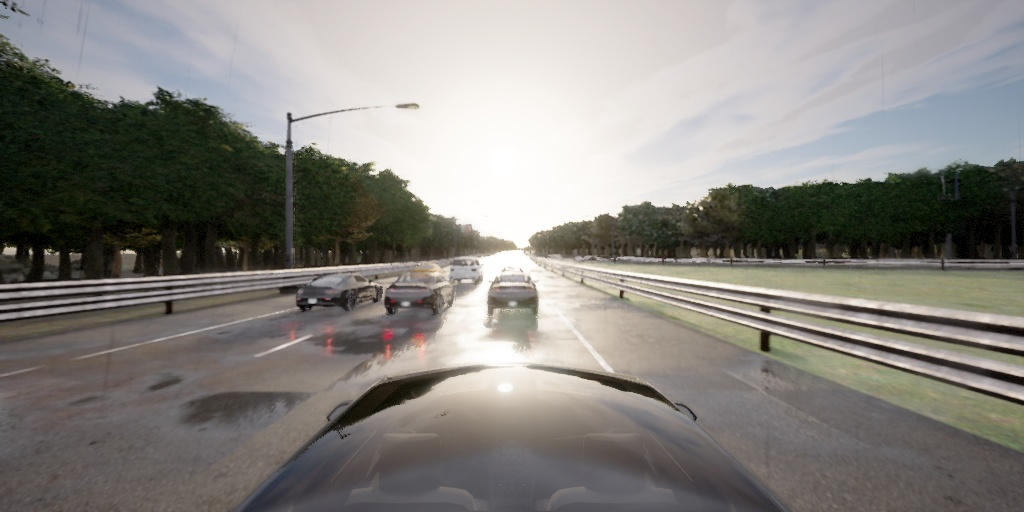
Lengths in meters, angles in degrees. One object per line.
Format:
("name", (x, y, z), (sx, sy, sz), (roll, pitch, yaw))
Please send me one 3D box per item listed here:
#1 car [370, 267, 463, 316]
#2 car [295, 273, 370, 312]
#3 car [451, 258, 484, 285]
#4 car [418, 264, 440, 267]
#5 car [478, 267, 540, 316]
("car", (-3.451, 1.367, 14.135), (2.128, 1.511, 4.902), (0, 0, 0))
("car", (-6.945, 1.405, 14.817), (1.812, 1.442, 4.674), (0, 0, 0))
("car", (-3.459, 1.143, 27.996), (2.150, 2.045, 5.566), (0, 0, 1))
("car", (-6.940, 1.400, 30.258), (1.882, 1.535, 5.008), (0, 0, 1))
("car", (0.048, 1.366, 14.103), (2.128, 1.511, 4.902), (0, 0, 0))
